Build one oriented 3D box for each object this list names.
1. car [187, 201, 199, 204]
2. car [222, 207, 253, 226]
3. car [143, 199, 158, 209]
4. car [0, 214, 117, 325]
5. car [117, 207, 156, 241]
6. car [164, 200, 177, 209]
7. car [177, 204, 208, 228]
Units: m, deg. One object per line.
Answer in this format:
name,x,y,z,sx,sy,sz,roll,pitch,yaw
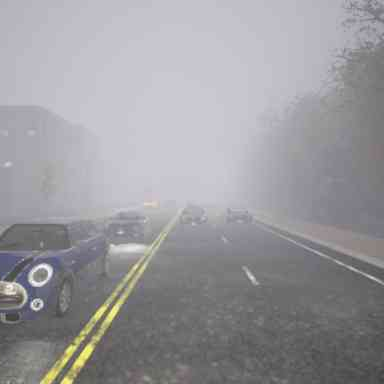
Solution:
car,0.085,1.831,41.291,2.128,1.511,4.902,0,0,0
car,3.351,1.812,25.527,1.895,1.301,4.718,0,0,0
car,-6.546,1.905,52.343,1.882,1.535,5.008,0,0,1
car,-3.340,1.415,7.510,2.097,1.767,4.553,0,0,0
car,-3.309,1.708,17.498,1.994,1.385,4.181,0,0,1
car,-3.295,1.953,52.319,1.812,1.442,4.674,0,0,1
car,0.098,1.798,23.767,1.895,1.301,4.718,0,0,0
